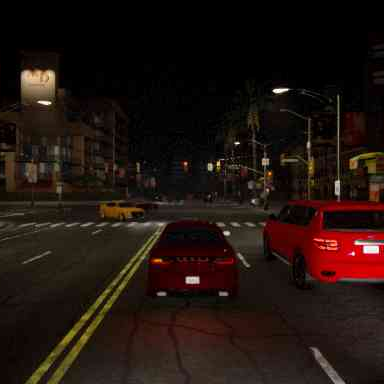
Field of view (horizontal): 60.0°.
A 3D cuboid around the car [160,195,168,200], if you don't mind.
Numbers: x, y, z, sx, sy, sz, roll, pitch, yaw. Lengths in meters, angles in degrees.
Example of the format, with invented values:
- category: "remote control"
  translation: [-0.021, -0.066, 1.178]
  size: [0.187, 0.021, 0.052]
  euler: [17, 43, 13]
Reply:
- category: "car"
  translation: [-7.595, 1.500, 90.642]
  size: [1.837, 1.490, 4.892]
  euler: [0, 0, 0]

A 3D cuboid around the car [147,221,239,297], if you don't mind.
- category: "car"
  translation: [0.014, 1.478, 8.621]
  size: [1.882, 1.535, 5.008]
  euler: [0, 0, 0]

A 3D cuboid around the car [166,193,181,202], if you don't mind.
- category: "car"
  translation: [-3.977, 1.225, 72.984]
  size: [2.150, 2.045, 5.566]
  euler: [0, 0, 0]

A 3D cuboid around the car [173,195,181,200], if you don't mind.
- category: "car"
  translation: [-4.111, 1.552, 92.503]
  size: [1.994, 1.385, 4.181]
  euler: [0, 0, 0]

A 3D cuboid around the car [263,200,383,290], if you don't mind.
- category: "car"
  translation: [3.511, 1.221, 9.197]
  size: [2.150, 2.045, 5.566]
  euler: [0, 0, 0]

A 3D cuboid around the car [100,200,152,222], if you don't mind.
- category: "car"
  translation: [-5.634, 1.478, 26.835]
  size: [1.882, 1.535, 5.008]
  euler: [1, -1, -41]

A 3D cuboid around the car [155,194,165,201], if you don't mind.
- category: "car"
  translation: [-7.472, 1.552, 72.205]
  size: [1.994, 1.385, 4.181]
  euler: [0, 0, 0]

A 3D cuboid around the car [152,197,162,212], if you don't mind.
- category: "car"
  translation: [-6.244, 1.601, 37.901]
  size: [4.718, 1.301, 1.895]
  euler: [0, 0, -26]

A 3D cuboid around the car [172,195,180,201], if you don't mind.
- category: "car"
  translation: [-4.042, 1.524, 82.700]
  size: [1.812, 1.442, 4.674]
  euler: [0, 0, 0]

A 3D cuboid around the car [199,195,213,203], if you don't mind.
- category: "car"
  translation: [3.142, 1.491, 67.550]
  size: [2.128, 1.511, 4.902]
  euler: [0, 0, 0]
